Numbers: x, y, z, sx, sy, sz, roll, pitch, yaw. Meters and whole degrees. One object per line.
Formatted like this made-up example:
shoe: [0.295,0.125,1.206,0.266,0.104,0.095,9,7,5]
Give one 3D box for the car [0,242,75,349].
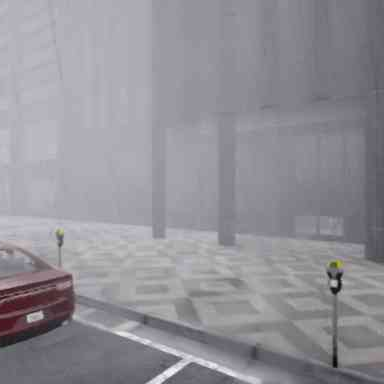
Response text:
car: [-3.913,1.534,5.753,4.507,1.381,1.887,0,0,35]
